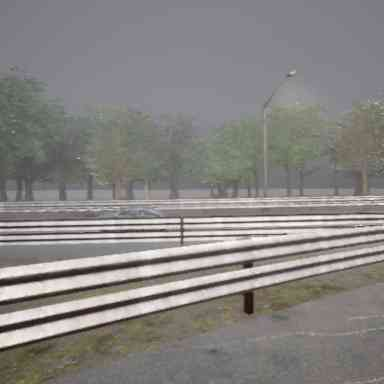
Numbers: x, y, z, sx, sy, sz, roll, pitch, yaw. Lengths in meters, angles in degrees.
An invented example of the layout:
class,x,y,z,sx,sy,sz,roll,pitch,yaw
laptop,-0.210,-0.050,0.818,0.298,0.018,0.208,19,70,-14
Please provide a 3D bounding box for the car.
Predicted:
class,x,y,z,sx,sy,sz,roll,pitch,yaw
car,-2.521,1.532,17.717,4.902,1.511,2.128,-1,1,-4
